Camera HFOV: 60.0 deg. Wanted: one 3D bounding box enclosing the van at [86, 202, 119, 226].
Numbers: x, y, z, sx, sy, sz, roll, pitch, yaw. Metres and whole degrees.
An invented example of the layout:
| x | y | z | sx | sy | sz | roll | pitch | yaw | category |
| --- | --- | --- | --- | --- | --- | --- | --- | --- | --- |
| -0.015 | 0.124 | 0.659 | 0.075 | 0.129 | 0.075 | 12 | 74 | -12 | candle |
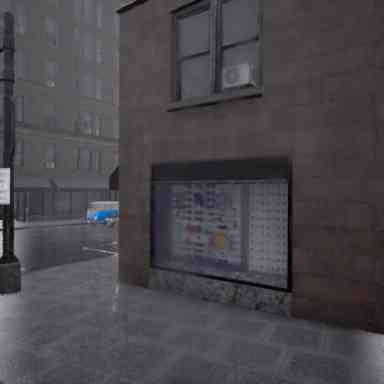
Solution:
| x | y | z | sx | sy | sz | roll | pitch | yaw | category |
| --- | --- | --- | --- | --- | --- | --- | --- | --- | --- |
| -6.063 | 1.627 | 25.153 | 1.690 | 1.788 | 3.998 | -1 | -1 | 35 | van |

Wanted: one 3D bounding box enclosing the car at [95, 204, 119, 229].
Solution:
| x | y | z | sx | sy | sz | roll | pitch | yaw | category |
| --- | --- | --- | --- | --- | --- | --- | --- | --- | --- |
| -3.997 | 1.791 | 23.601 | 2.128 | 1.511 | 4.902 | 0 | -1 | 35 | car |
